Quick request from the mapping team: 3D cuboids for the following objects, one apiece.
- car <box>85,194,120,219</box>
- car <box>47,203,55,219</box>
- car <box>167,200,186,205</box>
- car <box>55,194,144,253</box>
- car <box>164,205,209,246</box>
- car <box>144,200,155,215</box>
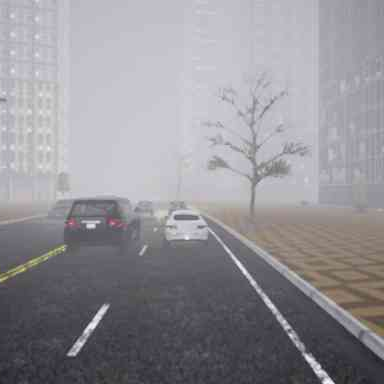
[{"bbox_3d":[-7.929,1.229,30.080,2.150,2.045,5.566,0,0,-5],"label":"car"},{"bbox_3d":[-11.160,1.359,29.577,2.097,1.767,4.553,0,0,-5],"label":"car"},{"bbox_3d":[-1.496,1.546,33.469,2.033,1.411,5.357,0,0,-5],"label":"car"},{"bbox_3d":[-3.465,1.222,13.759,2.150,2.045,5.566,0,0,-2],"label":"car"},{"bbox_3d":[-0.290,1.523,15.202,1.812,1.442,4.674,0,0,-3],"label":"car"},{"bbox_3d":[-4.797,1.549,33.872,2.033,1.411,5.357,0,0,-5],"label":"car"}]
